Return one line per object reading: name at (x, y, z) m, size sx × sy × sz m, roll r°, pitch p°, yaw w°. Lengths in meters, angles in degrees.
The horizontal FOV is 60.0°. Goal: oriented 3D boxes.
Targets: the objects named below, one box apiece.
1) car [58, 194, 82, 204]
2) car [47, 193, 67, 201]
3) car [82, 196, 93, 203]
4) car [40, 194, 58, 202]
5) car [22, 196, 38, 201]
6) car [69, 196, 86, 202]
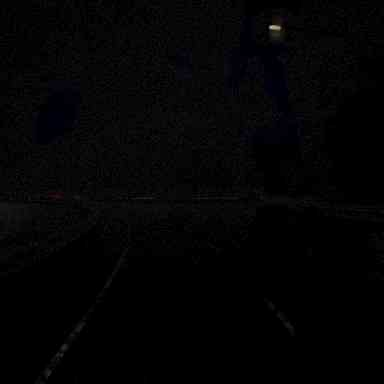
car at (-24.441, 1.591, 66.443) m, size 1.837 × 1.490 × 4.892 m, roll 0°, pitch 0°, yaw -42°
car at (-35.193, 1.229, 86.440) m, size 5.566 × 2.045 × 2.150 m, roll 0°, pitch 0°, yaw 36°
car at (-22.462, 1.613, 69.496) m, size 2.128 × 1.511 × 4.902 m, roll 0°, pitch 0°, yaw -42°
car at (-31.435, 1.647, 73.891) m, size 5.357 × 1.411 × 2.033 m, roll 0°, pitch 0°, yaw 42°
car at (-39.503, 1.608, 80.925) m, size 4.718 × 1.301 × 1.895 m, roll 0°, pitch 0°, yaw 36°
car at (-27.498, 1.631, 79.864) m, size 4.674 × 1.442 × 1.812 m, roll 0°, pitch 0°, yaw 42°
